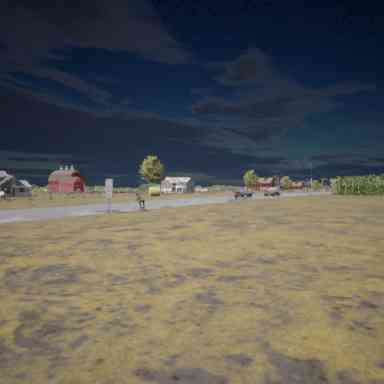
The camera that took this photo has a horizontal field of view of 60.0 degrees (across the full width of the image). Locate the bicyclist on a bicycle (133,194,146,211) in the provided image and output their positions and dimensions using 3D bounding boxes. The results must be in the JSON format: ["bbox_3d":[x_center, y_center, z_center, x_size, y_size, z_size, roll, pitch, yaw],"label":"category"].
[{"bbox_3d":[-4.902,0.995,31.130,1.656,1.620,0.582,0,1,35],"label":"bicyclist on a bicycle"}]

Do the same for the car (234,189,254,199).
[{"bbox_3d":[9.067,0.330,57.496,1.837,1.490,4.892,1,1,36],"label":"car"}]

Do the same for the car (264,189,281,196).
[{"bbox_3d":[16.445,0.153,67.869,2.033,1.411,5.357,1,2,35],"label":"car"}]
